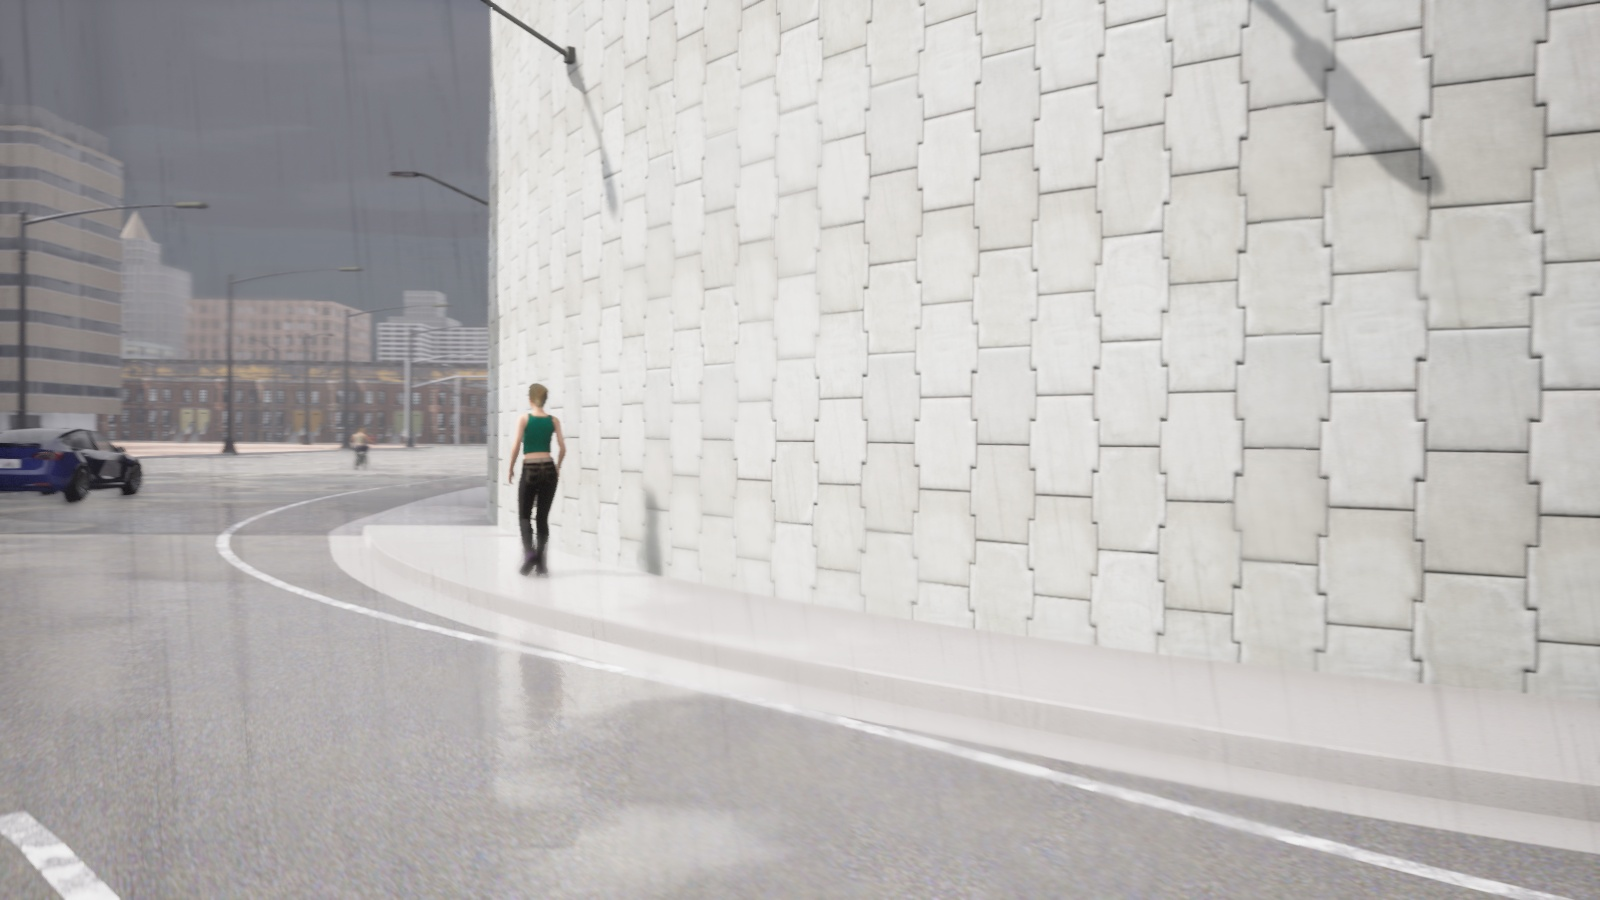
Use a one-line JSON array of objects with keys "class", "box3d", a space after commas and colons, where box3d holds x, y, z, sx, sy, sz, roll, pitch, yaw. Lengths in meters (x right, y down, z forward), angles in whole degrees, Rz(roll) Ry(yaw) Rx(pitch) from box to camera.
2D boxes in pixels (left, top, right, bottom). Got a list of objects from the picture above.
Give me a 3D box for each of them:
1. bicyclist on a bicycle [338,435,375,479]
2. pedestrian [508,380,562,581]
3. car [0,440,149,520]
[{"class": "bicyclist on a bicycle", "box3d": [-16.679, 0.261, 47.228, 0.866, 1.612, 1.509, 0, 1, -1]}, {"class": "pedestrian", "box3d": [-2.495, 0.273, 11.817, 0.345, 1.836, 0.594, -1, 1, -26]}, {"class": "car", "box3d": [-15.572, 0.552, 26.203, 2.163, 1.488, 4.792, -1, 1, -10]}]
